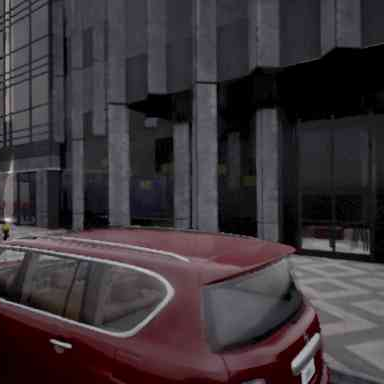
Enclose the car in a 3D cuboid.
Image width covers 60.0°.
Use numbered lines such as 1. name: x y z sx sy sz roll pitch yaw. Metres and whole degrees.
1. car: -1.149 1.318 3.677 5.009 1.841 2.192 0 -1 35
